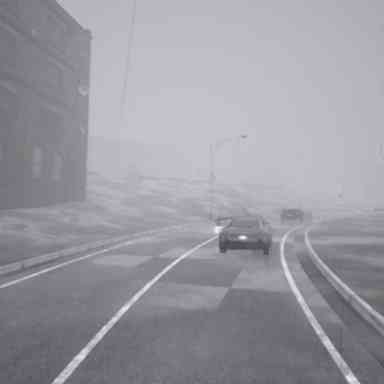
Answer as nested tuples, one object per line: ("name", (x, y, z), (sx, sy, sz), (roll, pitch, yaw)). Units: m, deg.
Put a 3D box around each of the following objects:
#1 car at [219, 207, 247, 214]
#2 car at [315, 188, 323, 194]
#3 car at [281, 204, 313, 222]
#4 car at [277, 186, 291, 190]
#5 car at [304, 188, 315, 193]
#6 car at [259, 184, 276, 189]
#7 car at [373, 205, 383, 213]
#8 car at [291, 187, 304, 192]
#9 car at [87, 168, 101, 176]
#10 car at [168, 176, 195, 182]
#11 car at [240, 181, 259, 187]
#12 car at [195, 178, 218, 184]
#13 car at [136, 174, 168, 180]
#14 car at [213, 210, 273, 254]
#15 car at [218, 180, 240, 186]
("car", (3.569, 1.952, 27.481), (2.033, 1.411, 5.357), (-2, -2, 27))
("car", (32.314, 0.069, 87.470), (5.566, 2.045, 2.435), (5, -6, -42))
("car", (9.664, 1.868, 30.491), (1.882, 1.535, 5.008), (-3, -3, 32))
("car", (19.819, -0.644, 76.462), (4.674, 1.452, 2.002), (4, -6, -39))
("car", (28.180, -0.170, 83.683), (4.553, 1.767, 2.185), (5, -6, -41))
("car", (15.529, -0.952, 73.002), (4.792, 1.488, 2.163), (4, -6, -38))
("car", (32.295, 2.841, 55.382), (4.718, 1.301, 1.895), (1, -4, -31))
("car", (23.959, -0.382, 79.953), (4.892, 1.521, 2.231), (4, -6, -40))
("car", (-16.364, -2.928, 51.009), (4.553, 1.767, 2.185), (3, -5, -33))
("car", (-2.552, -2.111, 59.928), (4.892, 1.521, 2.231), (3, -5, -33))
("car", (11.009, -1.409, 69.509), (4.553, 1.767, 2.185), (4, -6, -36))
("car", (2.043, -1.806, 63.023), (4.674, 1.452, 2.002), (3, -5, -34))
("car", (-7.180, -2.351, 56.930), (4.892, 1.521, 2.231), (3, -5, -33))
("car", (2.383, 1.671, 14.166), (1.994, 1.385, 4.181), (-1, -1, 15))
("car", (6.570, -1.568, 66.222), (5.008, 1.535, 2.097), (4, -5, -35))
